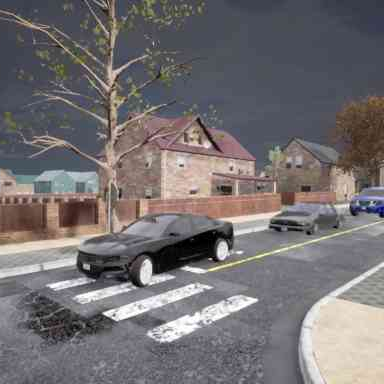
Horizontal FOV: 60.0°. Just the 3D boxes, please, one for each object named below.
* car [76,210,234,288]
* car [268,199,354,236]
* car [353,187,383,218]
[{"bbox_3d":[-0.736,1.313,9.203,1.882,1.535,5.008,1,2,39],"label":"car"},{"bbox_3d":[5.913,1.205,16.557,2.033,1.411,5.357,1,2,44],"label":"car"},{"bbox_3d":[13.457,0.692,24.309,2.150,2.045,5.566,1,2,44],"label":"car"}]
